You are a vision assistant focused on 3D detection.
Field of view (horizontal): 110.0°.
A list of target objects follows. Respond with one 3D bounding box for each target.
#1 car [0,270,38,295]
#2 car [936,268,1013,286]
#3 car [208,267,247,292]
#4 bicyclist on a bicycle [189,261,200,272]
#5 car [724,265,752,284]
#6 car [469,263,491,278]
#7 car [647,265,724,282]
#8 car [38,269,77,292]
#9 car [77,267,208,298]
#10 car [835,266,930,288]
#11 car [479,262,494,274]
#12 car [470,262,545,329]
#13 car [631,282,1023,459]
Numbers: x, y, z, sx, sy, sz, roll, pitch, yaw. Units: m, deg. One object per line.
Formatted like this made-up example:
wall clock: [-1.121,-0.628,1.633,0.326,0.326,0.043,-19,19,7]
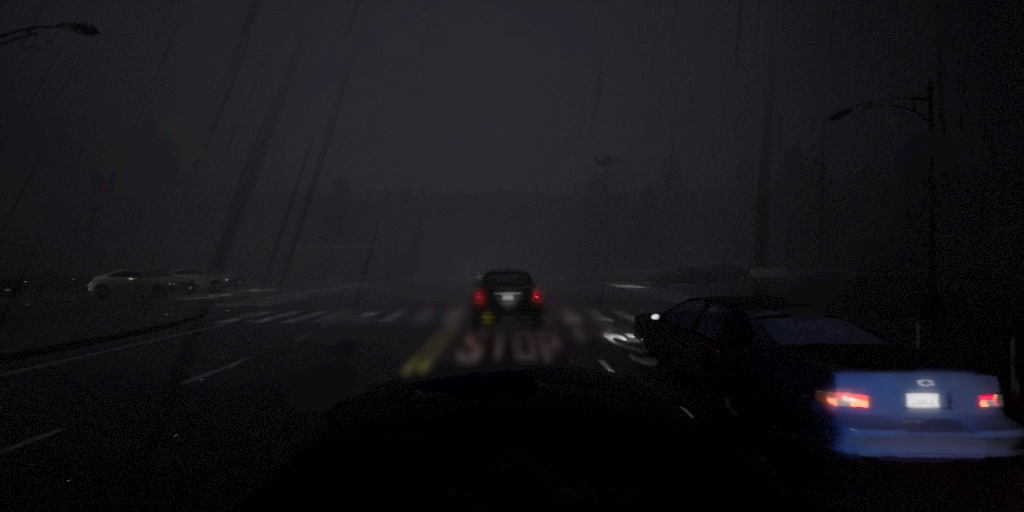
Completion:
car: [-28.359,1.447,18.623,4.718,1.301,1.895,0,-1,0]
car: [32.731,1.520,26.429,4.718,1.301,1.895,0,-1,23]
car: [-19.055,1.404,22.137,4.674,1.442,1.812,0,-1,0]
bicyclist on a bicycle: [-29.408,1.278,33.107,0.582,1.620,1.656,0,0,0]
car: [16.663,1.448,29.116,4.892,1.490,1.837,0,-1,2]
car: [-3.564,1.593,40.609,2.128,1.511,4.902,0,-1,0]
car: [12.190,1.439,25.835,4.674,1.442,1.812,0,-1,1]
car: [-28.328,1.478,22.123,4.718,1.301,1.895,0,-1,0]
car: [-19.041,1.372,18.633,4.674,1.442,1.812,0,-1,0]
car: [25.495,1.432,24.951,4.674,1.442,1.812,0,-1,12]
car: [-3.567,1.699,51.012,1.837,1.490,4.892,0,0,0]
car: [-0.240,1.194,11.877,2.097,1.767,4.553,0,-1,-4]
car: [3.590,1.333,5.632,2.033,1.411,5.357,0,-1,0]
